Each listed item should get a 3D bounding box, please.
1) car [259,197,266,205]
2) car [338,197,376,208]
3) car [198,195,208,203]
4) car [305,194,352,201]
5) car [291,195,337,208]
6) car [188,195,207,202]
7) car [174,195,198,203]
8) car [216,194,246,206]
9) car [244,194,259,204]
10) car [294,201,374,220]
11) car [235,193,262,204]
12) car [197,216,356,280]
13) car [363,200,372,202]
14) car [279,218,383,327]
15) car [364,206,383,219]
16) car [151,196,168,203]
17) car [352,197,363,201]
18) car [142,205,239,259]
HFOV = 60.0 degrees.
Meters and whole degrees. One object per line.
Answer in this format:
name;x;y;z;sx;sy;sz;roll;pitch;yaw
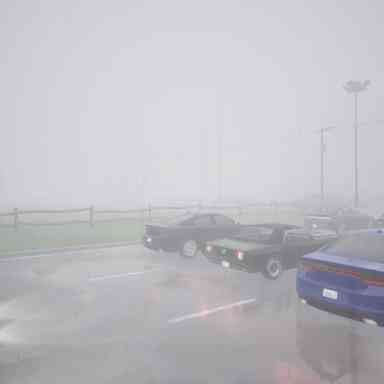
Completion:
car;10.074;1.547;56.761;2.033;1.411;5.357;0;0;-36
car;24.347;1.526;49.292;1.812;1.442;4.674;0;0;-38
car;1.299;1.500;68.894;2.128;1.511;4.902;0;0;-36
car;16.616;1.222;41.925;2.150;2.045;5.566;0;0;-37
car;14.068;1.491;39.520;2.128;1.511;4.902;0;0;-37
car;1.210;1.460;74.949;1.812;1.442;4.674;0;0;-36
car;-1.514;1.601;66.784;1.895;1.301;4.718;0;0;-36
car;5.566;1.525;51.067;1.812;1.442;4.674;0;0;-37
car;7.961;1.501;53.720;1.837;1.490;4.892;0;1;-36
car;8.153;1.491;18.205;4.902;1.511;2.128;0;0;-36
car;11.330;1.225;67.008;2.150;2.045;5.566;0;0;-36
car;2.696;1.601;9.980;4.718;1.301;1.895;0;0;-35
car;22.428;1.491;45.953;2.128;1.511;4.902;0;0;-38
car;4.223;1.478;6.767;5.008;1.535;1.882;0;0;-36
car;10.199;1.505;15.364;4.892;1.490;1.837;0;0;-36
car;-6.704;1.525;67.961;1.812;1.442;4.674;0;0;-36
car;19.191;1.223;44.408;2.150;2.045;5.566;0;0;-38
car;0.560;1.478;12.755;5.008;1.535;1.882;0;0;-36
